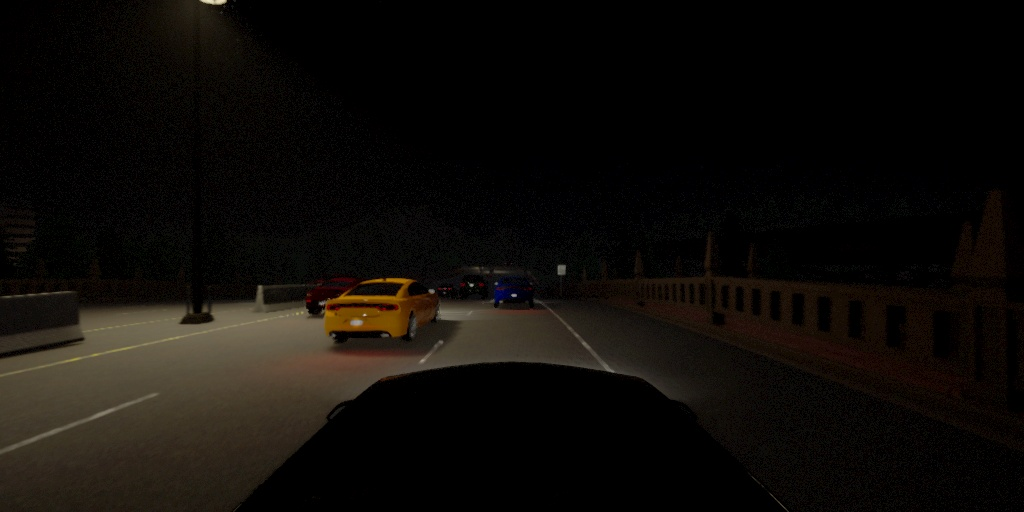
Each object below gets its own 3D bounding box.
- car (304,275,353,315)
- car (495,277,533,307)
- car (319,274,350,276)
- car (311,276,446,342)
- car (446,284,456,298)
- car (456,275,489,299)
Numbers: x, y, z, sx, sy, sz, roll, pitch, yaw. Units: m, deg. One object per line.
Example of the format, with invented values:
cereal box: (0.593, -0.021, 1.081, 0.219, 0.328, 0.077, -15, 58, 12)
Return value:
car: (-6.902, 1.665, 15.326, 1.812, 1.442, 4.674, 0, -3, 0)
car: (0.097, 1.852, 19.114, 1.882, 1.535, 5.008, 0, -4, 0)
car: (-14.096, 2.381, 28.152, 2.150, 2.045, 5.566, 0, -6, 0)
car: (-3.400, 1.392, 10.331, 1.882, 1.535, 5.008, 0, -2, 0)
car: (-6.907, 3.852, 39.040, 2.128, 1.511, 4.902, 0, -6, 0)
car: (-3.405, 2.894, 32.969, 2.150, 2.045, 5.566, 0, -7, 0)
